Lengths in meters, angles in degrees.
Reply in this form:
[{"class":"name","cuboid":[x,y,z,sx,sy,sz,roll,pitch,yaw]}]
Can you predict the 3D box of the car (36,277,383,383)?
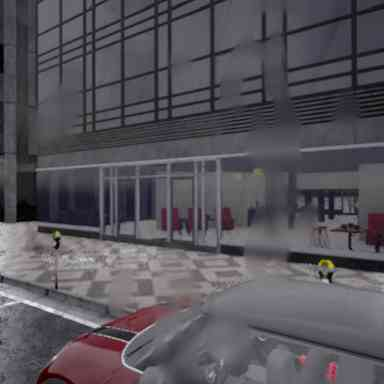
[{"class":"car","cuboid":[0.565,1.446,2.556,4.097,1.590,1.967,0,0,35]}]
